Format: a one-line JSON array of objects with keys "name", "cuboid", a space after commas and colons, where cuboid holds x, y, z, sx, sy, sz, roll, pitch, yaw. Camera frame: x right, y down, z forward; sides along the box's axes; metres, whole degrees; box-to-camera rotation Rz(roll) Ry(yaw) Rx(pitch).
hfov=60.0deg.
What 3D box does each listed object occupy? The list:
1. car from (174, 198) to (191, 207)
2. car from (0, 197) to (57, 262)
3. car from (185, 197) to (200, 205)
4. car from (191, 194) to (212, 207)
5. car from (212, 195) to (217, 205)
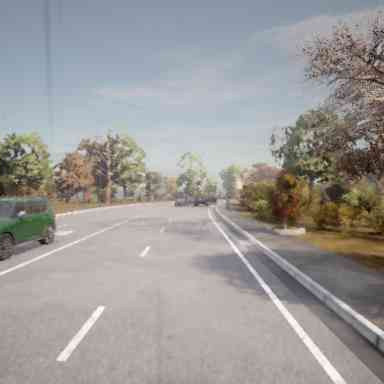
[{"name": "car", "cuboid": [-1.791, 1.772, 57.413, 2.033, 1.411, 5.357, 0, 0, 8]}, {"name": "car", "cuboid": [-7.088, 1.241, 12.551, 2.150, 2.045, 5.566, 0, 0, 0]}, {"name": "car", "cuboid": [0.105, 1.821, 67.876, 1.994, 1.385, 4.181, 0, 0, 15]}, {"name": "car", "cuboid": [1.704, 1.446, 57.152, 2.150, 2.045, 5.566, 0, 0, 8]}, {"name": "car", "cuboid": [3.644, 1.495, 67.609, 2.150, 2.045, 5.566, 0, 0, 15]}]
